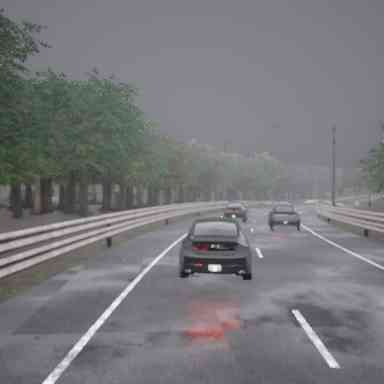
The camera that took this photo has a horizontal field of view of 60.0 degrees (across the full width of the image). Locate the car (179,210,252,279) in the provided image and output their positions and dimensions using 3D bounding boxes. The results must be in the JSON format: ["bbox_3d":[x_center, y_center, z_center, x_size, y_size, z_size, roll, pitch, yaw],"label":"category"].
[{"bbox_3d":[0.730,1.516,10.095,1.837,1.490,4.892,0,0,5],"label":"car"}]

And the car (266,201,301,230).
[{"bbox_3d":[6.009,1.625,22.021,2.128,1.511,4.902,1,-1,11],"label":"car"}]

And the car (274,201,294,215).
[{"bbox_3d":[11.388,1.940,40.963,1.837,1.490,4.892,1,-1,20],"label":"car"}]

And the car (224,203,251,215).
[{"bbox_3d":[3.820,1.668,28.306,1.837,1.490,4.892,1,-1,14],"label":"car"}]
